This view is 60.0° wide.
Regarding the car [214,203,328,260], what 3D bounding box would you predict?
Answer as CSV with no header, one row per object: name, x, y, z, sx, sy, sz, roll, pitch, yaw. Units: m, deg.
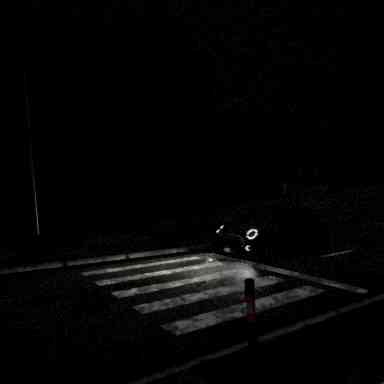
car,2.993,1.319,12.385,4.553,1.767,2.097,-1,0,-35

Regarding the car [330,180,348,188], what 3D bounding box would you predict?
car,26.929,-1.537,60.978,1.882,1.535,5.008,-3,1,5
